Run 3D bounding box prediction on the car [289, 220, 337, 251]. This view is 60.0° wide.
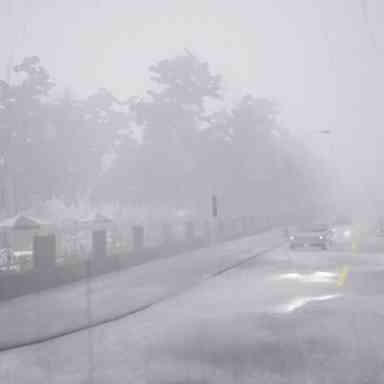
[{"bbox_3d":[6.892,2.508,19.060,1.895,1.301,4.718,-5,-4,28],"label":"car"}]

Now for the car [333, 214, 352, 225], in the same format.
[{"bbox_3d":[18.132,3.313,40.041,1.895,1.301,4.718,-5,-4,28],"label":"car"}]
